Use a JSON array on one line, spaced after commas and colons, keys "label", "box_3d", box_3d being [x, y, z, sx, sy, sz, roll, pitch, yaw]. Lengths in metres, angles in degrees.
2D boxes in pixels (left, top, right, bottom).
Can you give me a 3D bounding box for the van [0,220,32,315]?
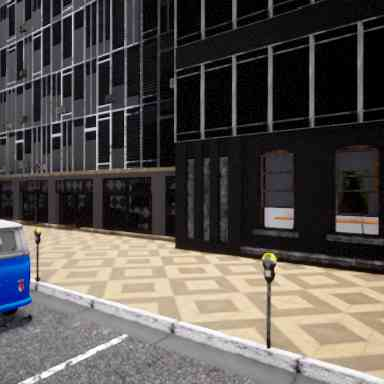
[{"label": "van", "box_3d": [-4.695, 1.349, 6.236, 3.998, 1.788, 1.690, 0, 0, 36]}]
